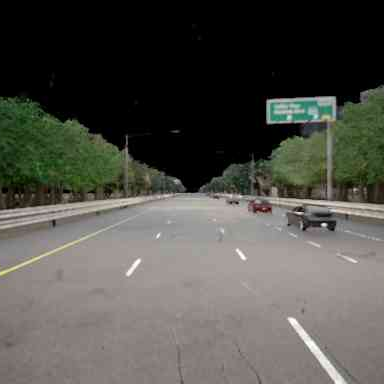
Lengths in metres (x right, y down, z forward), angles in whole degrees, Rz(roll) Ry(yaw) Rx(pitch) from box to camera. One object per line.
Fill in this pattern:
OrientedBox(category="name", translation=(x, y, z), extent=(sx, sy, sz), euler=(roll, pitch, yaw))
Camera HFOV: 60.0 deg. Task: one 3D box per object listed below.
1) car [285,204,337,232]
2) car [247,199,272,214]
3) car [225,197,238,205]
OrientedBox(category="car", translation=(7.025, 1.502, 20.082), extent=(1.837, 1.490, 4.892), euler=(0, 0, 0))
OrientedBox(category="car", translation=(7.057, 1.483, 34.956), extent=(1.882, 1.535, 5.008), euler=(0, 0, 0))
OrientedBox(category="car", translation=(7.110, 1.579, 59.691), extent=(1.895, 1.301, 4.718), euler=(0, 0, 0))
